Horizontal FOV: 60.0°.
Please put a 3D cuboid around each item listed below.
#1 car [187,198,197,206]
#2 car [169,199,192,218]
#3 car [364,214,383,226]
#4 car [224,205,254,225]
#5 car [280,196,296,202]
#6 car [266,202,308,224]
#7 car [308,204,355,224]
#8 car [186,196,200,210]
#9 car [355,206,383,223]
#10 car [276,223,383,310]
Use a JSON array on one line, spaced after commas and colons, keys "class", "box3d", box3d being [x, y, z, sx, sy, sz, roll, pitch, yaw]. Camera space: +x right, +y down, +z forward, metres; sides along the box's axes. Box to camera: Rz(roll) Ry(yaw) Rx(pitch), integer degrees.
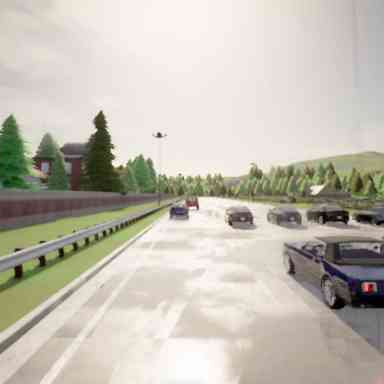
[{"class": "car", "box3d": [-0.008, 2.033, 67.423, 2.128, 1.511, 4.902, 0, 0, 0]}, {"class": "car", "box3d": [-1.230, 1.757, 33.477, 1.882, 1.535, 5.008, 0, 0, 0]}, {"class": "car", "box3d": [7.098, 1.568, 9.069, 2.128, 1.511, 4.902, 0, 0, 0]}, {"class": "car", "box3d": [3.596, 1.741, 25.803, 1.812, 1.442, 4.674, 0, 0, 0]}, {"class": "car", "box3d": [22.909, 1.874, 79.591, 3.866, 1.878, 1.905, 0, 0, 0]}, {"class": "car", "box3d": [7.096, 1.741, 25.818, 1.812, 1.442, 4.674, 0, 0, 0]}, {"class": "car", "box3d": [10.596, 1.697, 26.364, 1.882, 1.535, 5.008, 0, 0, 0]}, {"class": "car", "box3d": [-0.006, 1.648, 51.286, 2.150, 2.045, 5.566, 0, 0, 0]}, {"class": "car", "box3d": [14.096, 1.775, 25.339, 1.994, 1.385, 4.181, 0, 0, 0]}, {"class": "car", "box3d": [3.598, 1.668, 7.906, 1.895, 1.301, 4.718, 0, 0, 0]}]
